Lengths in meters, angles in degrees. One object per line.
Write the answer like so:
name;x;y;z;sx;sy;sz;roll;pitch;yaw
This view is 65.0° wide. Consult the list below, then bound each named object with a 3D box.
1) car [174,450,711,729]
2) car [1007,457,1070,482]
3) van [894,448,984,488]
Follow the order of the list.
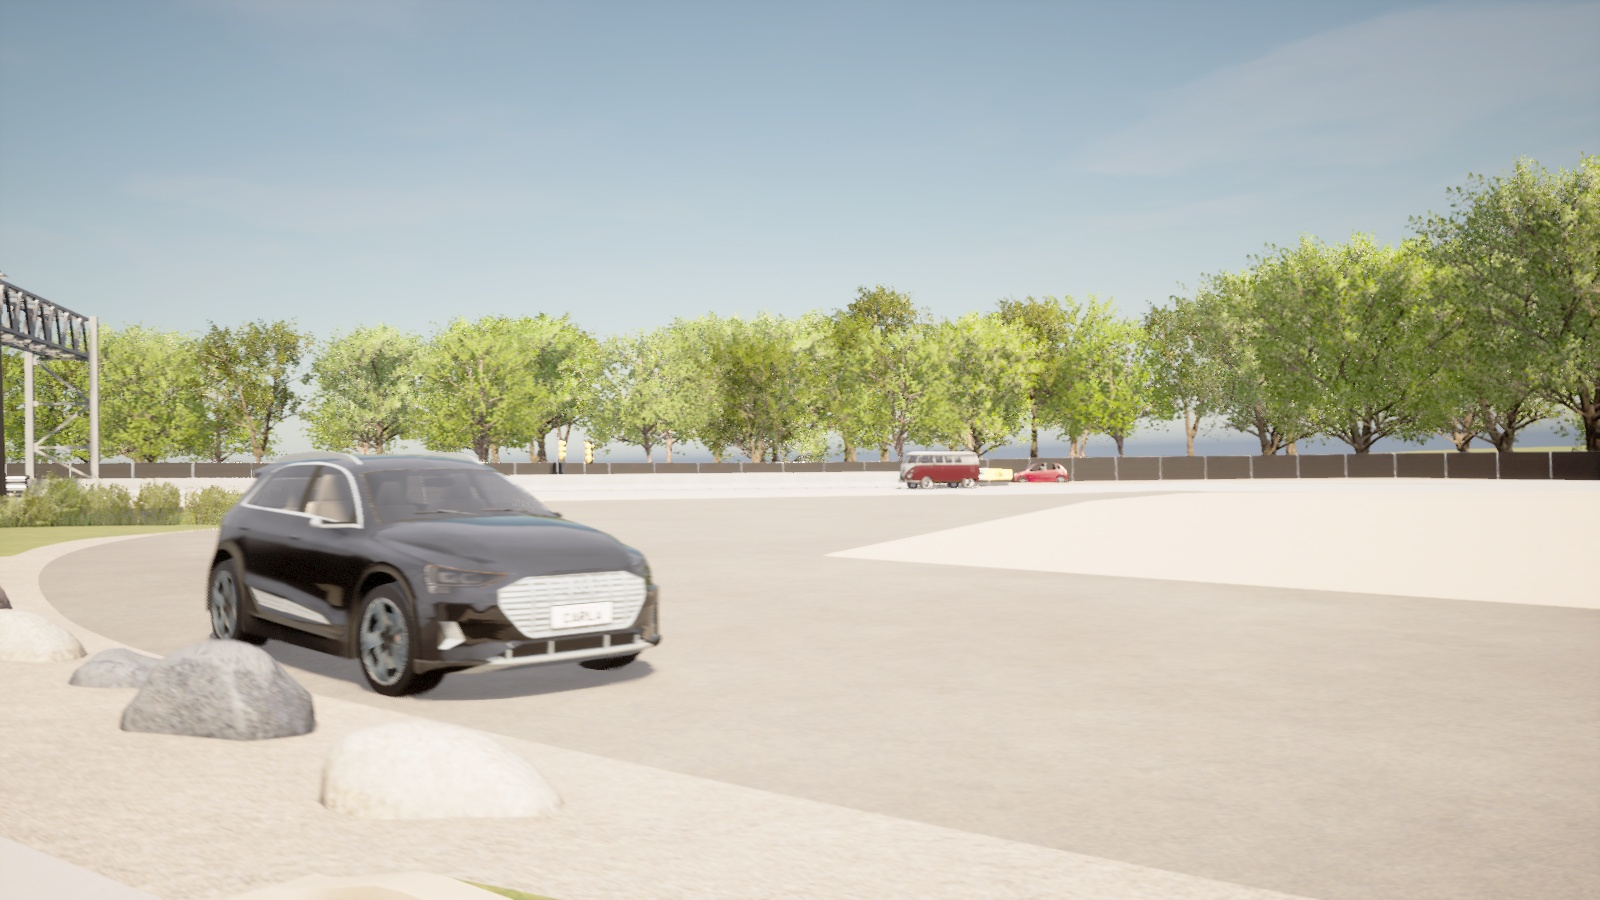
car;-3.049;0.876;9.913;2.033;1.649;4.856;0;-1;-44
car;16.667;1.360;87.842;3.988;1.617;1.851;-2;0;2
van;7.375;0.960;66.719;4.442;1.987;1.775;-1;-1;-25
